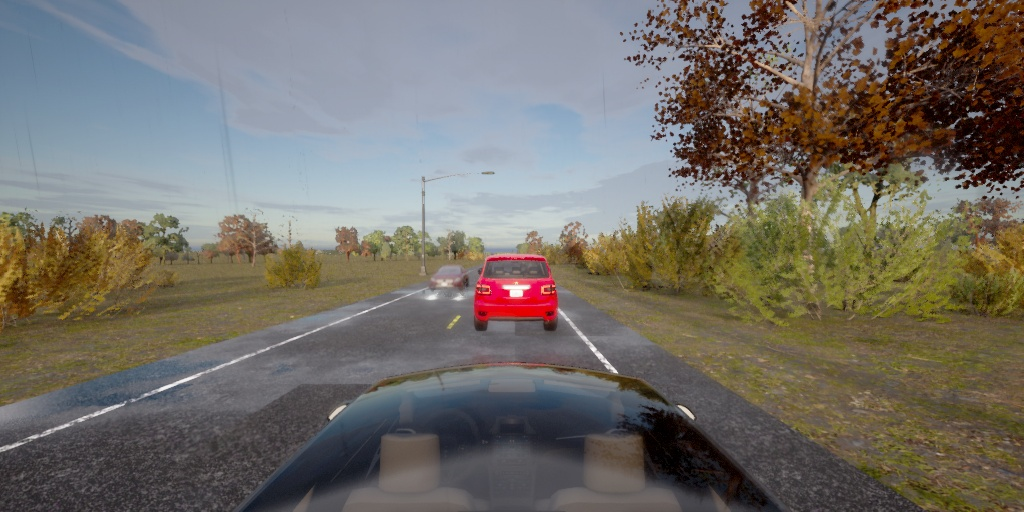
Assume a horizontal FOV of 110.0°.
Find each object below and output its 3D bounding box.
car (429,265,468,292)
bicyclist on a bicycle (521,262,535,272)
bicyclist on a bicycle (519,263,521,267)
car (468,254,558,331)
[{"bbox_3d":[-3.630,1.268,21.519,1.812,1.442,4.674,0,0,0],"label":"car"},{"bbox_3d":[0.945,1.114,18.797,0.659,1.776,1.843,0,0,0],"label":"bicyclist on a bicycle"},{"bbox_3d":[0.907,1.110,28.810,0.659,1.776,1.843,0,0,0],"label":"bicyclist on a bicycle"},{"bbox_3d":[0.093,0.968,11.091,2.150,2.045,5.566,0,0,0],"label":"car"}]
